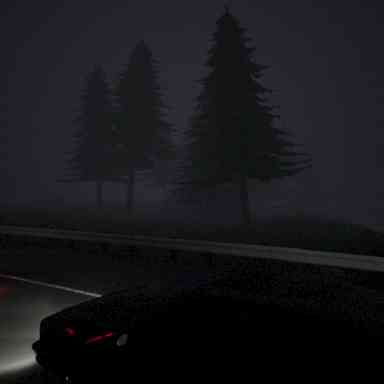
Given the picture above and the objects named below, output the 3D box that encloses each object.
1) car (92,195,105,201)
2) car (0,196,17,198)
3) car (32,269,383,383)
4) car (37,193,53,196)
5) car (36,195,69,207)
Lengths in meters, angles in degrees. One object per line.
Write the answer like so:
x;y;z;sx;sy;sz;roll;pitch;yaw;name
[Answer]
-21.518;1.478;76.824;1.882;1.535;5.008;0;0;1;car
-39.250;1.540;72.309;2.033;1.411;5.357;0;0;5;car
0.724;1.547;3.214;5.357;1.411;2.033;0;0;34;car
-29.206;1.225;67.452;2.150;2.045;5.566;0;0;8;car
-21.587;1.547;52.466;2.033;1.411;5.357;0;0;15;car
